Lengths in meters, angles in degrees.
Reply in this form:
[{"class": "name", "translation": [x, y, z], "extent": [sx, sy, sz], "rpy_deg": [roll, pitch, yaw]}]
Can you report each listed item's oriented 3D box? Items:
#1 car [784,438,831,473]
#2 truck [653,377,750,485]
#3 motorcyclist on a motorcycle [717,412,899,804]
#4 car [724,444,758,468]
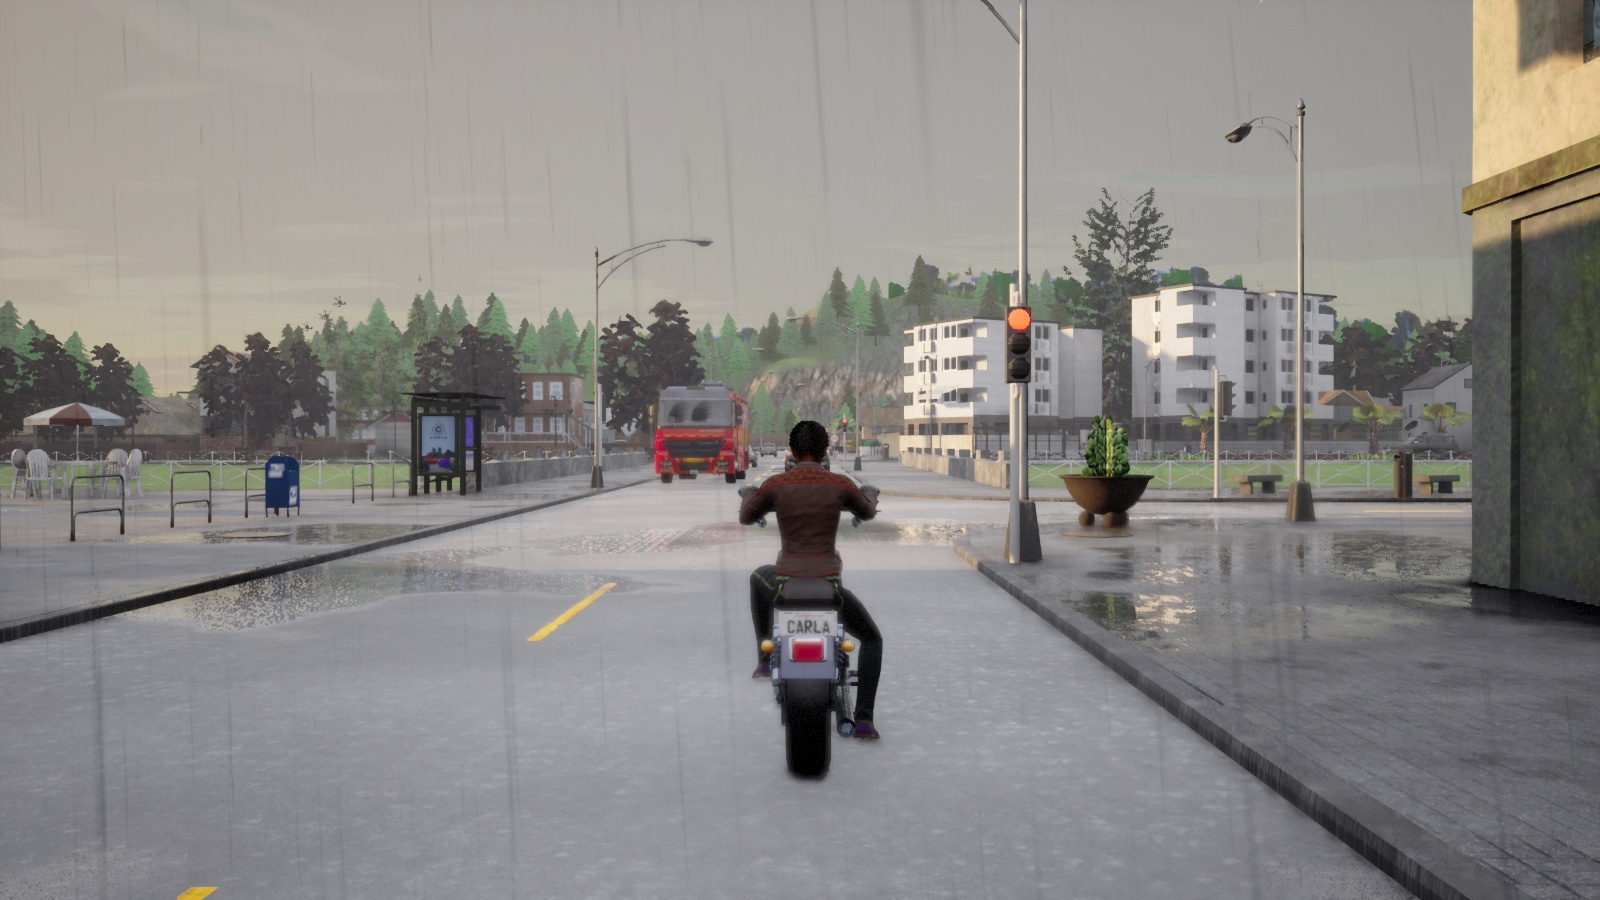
[{"class": "car", "translation": [0.351, 0.243, 61.720], "extent": [2.242, 1.667, 4.611], "rpy_deg": [0, 0, 0]}, {"class": "truck", "translation": [-3.681, -0.697, 48.918], "extent": [2.891, 3.827, 8.468], "rpy_deg": [0, 0, 2]}, {"class": "motorcyclist on a motorcycle", "translation": [0.046, 0.660, 6.456], "extent": [0.766, 1.649, 2.350], "rpy_deg": [0, 0, 1]}, {"class": "car", "translation": [-3.582, 0.336, 76.847], "extent": [1.812, 1.442, 4.674], "rpy_deg": [0, 0, 0]}]
